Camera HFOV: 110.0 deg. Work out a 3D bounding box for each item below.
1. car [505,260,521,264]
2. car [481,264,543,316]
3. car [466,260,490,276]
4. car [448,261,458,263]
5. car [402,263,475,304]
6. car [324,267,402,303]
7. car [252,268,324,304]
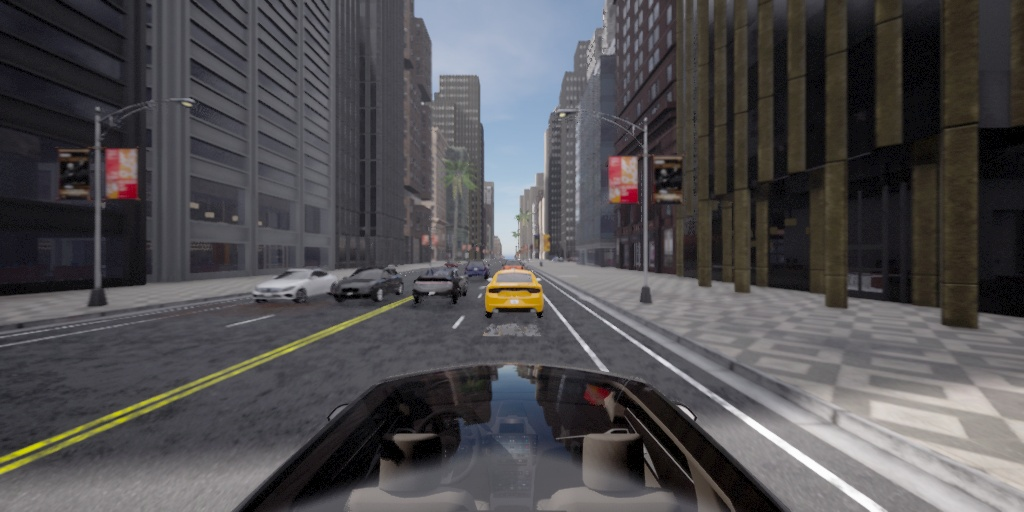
[{"bbox_3d":[0.104,1.159,33.407,2.097,1.767,4.553,0,0,0],"label":"car"},{"bbox_3d":[0.093,1.249,13.432,1.882,1.535,5.008,0,0,0],"label":"car"},{"bbox_3d":[-3.146,1.159,33.408,2.097,1.767,4.553,0,0,0],"label":"car"},{"bbox_3d":[-9.797,1.455,58.371,1.895,1.301,4.718,0,0,1],"label":"car"},{"bbox_3d":[-3.148,1.268,16.502,2.128,1.511,4.902,0,0,0],"label":"car"},{"bbox_3d":[-6.598,1.283,17.007,1.837,1.490,4.892,0,0,0],"label":"car"},{"bbox_3d":[-9.848,1.303,16.806,1.812,1.442,4.674,0,0,0],"label":"car"}]
